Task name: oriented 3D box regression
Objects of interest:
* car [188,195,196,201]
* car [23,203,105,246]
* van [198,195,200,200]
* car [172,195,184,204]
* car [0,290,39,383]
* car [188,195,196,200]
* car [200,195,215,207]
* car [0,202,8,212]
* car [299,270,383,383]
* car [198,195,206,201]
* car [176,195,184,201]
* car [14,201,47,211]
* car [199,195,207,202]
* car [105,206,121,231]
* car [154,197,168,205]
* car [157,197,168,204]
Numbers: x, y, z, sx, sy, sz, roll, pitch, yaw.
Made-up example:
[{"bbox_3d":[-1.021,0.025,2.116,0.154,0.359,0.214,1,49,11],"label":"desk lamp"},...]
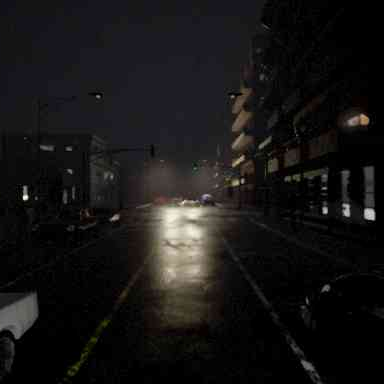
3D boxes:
[{"bbox_3d":[-0.001,1.618,83.245,1.994,1.385,4.181,0,0,0],"label":"car"},{"bbox_3d":[-5.645,1.465,15.213,1.967,1.590,4.097,1,0,0],"label":"car"},{"bbox_3d":[2.704,1.413,70.121,1.690,1.788,3.998,1,0,0],"label":"van"},{"bbox_3d":[-3.001,1.549,68.305,1.882,1.535,5.008,0,0,0],"label":"car"},{"bbox_3d":[-3.099,1.606,2.489,1.895,1.301,4.718,0,0,0],"label":"car"},{"bbox_3d":[-0.002,1.457,93.288,1.994,1.385,4.181,0,0,0],"label":"car"},{"bbox_3d":[2.701,1.615,53.379,2.008,1.369,4.403,1,0,0],"label":"car"},{"bbox_3d":[-25.199,1.799,41.247,4.313,1.339,1.947,0,-1,1],"label":"car"},{"bbox_3d":[2.701,1.573,3.954,1.947,1.339,4.313,1,0,0],"label":"car"},{"bbox_3d":[2.701,1.638,92.443,1.947,1.339,4.313,1,0,0],"label":"car"},{"bbox_3d":[-3.001,1.568,83.859,1.837,1.490,4.892,0,0,0],"label":"car"},{"bbox_3d":[-19.718,1.758,41.172,4.403,1.369,2.008,0,-1,1],"label":"car"},{"bbox_3d":[2.701,1.599,81.451,1.752,1.417,4.829,1,0,0],"label":"car"},{"bbox_3d":[-5.647,1.579,20.859,1.887,1.381,4.507,1,0,0],"label":"car"},{"bbox_3d":[-5.680,1.649,58.923,1.802,1.307,4.206,1,0,0],"label":"car"},{"bbox_3d":[-5.679,1.615,64.503,1.887,1.381,4.507,1,0,0],"label":"car"}]
